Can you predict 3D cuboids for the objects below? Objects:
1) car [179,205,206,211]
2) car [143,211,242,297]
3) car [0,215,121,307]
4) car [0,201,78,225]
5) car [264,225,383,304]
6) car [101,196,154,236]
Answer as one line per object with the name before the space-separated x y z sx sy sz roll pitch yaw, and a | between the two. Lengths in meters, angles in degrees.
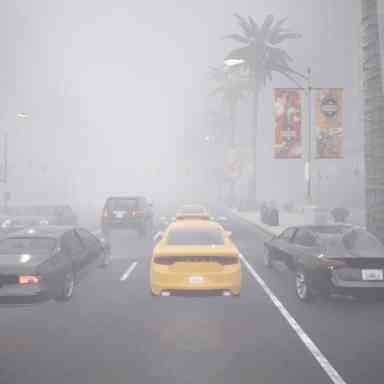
car | 0.031 1.474 18.836 1.882 1.535 5.008 0 0 0
car | 0.070 1.476 8.637 1.882 1.535 5.008 0 0 0
car | -3.424 1.546 8.206 2.033 1.411 5.357 0 0 0
car | -7.117 1.348 16.042 2.097 1.767 4.553 0 0 0
car | 3.164 1.512 8.227 2.161 1.482 4.786 0 0 -1
car | -3.467 1.219 18.565 2.150 2.045 5.566 0 0 0
